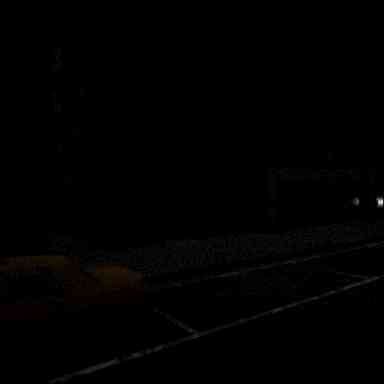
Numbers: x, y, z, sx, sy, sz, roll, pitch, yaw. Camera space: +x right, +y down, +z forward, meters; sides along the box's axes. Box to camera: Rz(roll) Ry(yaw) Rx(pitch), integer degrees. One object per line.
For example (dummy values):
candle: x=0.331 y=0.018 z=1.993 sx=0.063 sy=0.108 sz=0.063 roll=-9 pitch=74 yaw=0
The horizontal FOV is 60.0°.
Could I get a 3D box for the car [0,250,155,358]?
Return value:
car: x=-2.881 y=1.524 z=4.479 sx=4.829 sy=1.417 sz=1.752 roll=-1 pitch=0 yaw=-36
